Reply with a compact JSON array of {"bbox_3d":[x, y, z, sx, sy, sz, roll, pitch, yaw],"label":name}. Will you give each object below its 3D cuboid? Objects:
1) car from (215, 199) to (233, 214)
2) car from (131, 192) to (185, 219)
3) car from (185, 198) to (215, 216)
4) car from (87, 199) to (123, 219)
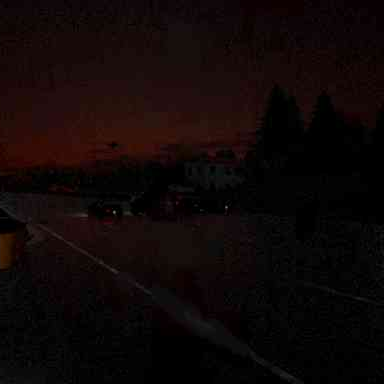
[{"bbox_3d":[2.063,1.343,32.055,1.994,1.385,4.181,0,0,-32],"label":"car"},{"bbox_3d":[-3.100,1.022,27.129,2.150,2.045,5.566,0,0,-32],"label":"car"},{"bbox_3d":[-0.503,1.282,29.568,2.128,1.511,4.902,0,0,-32],"label":"car"},{"bbox_3d":[-7.035,1.319,26.793,1.812,1.442,4.674,0,0,-32],"label":"car"}]
